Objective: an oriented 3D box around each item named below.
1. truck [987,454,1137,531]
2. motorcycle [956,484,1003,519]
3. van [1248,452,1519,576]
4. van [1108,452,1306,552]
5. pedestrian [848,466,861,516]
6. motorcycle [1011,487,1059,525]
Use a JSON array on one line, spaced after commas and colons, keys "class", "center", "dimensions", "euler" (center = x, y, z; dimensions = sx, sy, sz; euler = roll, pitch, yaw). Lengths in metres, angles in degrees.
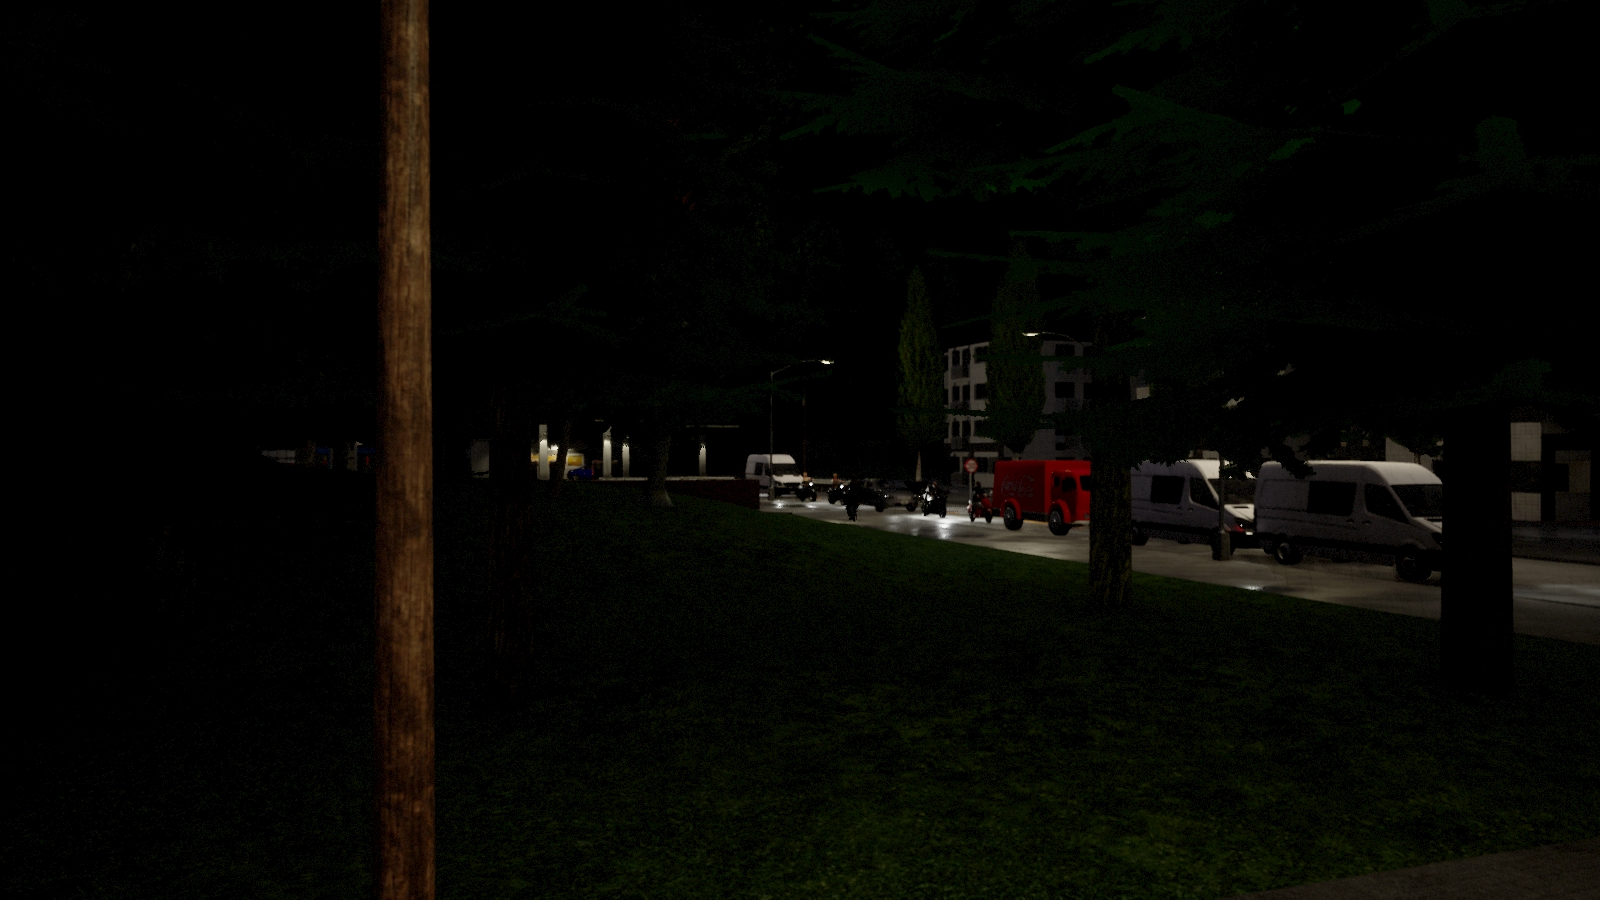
[{"class": "truck", "center": [8.906, 1.368, 39.393], "dimensions": [2.627, 2.467, 5.204], "euler": [0, 0, -20]}, {"class": "motorcycle", "center": [6.991, 2.005, 44.695], "dimensions": [0.867, 1.251, 2.209], "euler": [0, 0, -20]}, {"class": "van", "center": [13.426, 1.335, 26.865], "dimensions": [1.988, 2.561, 5.915], "euler": [0, 0, -20]}, {"class": "van", "center": [11.382, 1.335, 32.522], "dimensions": [1.988, 2.561, 5.915], "euler": [0, 0, -20]}, {"class": "pedestrian", "center": [2.041, 1.541, 42.837], "dimensions": [0.375, 1.860, 0.375], "euler": [0, 0, -20]}, {"class": "motorcycle", "center": [8.397, 1.982, 40.853], "dimensions": [0.856, 1.236, 1.805], "euler": [0, 0, -20]}]
